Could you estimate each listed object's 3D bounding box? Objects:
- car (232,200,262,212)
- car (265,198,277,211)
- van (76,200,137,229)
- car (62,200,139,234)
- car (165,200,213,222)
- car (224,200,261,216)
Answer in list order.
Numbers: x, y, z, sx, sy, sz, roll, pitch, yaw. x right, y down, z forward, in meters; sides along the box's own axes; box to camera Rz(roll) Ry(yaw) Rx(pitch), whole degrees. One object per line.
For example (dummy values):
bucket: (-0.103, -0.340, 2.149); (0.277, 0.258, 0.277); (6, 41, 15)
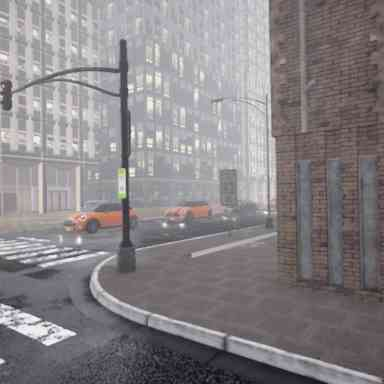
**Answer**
car: (6.936, 1.714, 41.388); (1.752, 1.417, 4.829); (-2, -1, 36)
car: (11.017, 1.492, 42.562); (2.097, 1.767, 4.553); (-1, -1, 36)
van: (-5.957, 1.485, 23.521); (1.690, 1.788, 3.998); (-2, -1, 36)
car: (-5.395, 1.438, 19.922); (2.097, 1.767, 4.553); (-2, -1, 37)
car: (-0.193, 1.454, 27.080); (2.097, 1.767, 4.553); (-1, -1, 36)
car: (5.080, 1.611, 34.378); (2.128, 1.511, 4.902); (-1, -1, 36)
